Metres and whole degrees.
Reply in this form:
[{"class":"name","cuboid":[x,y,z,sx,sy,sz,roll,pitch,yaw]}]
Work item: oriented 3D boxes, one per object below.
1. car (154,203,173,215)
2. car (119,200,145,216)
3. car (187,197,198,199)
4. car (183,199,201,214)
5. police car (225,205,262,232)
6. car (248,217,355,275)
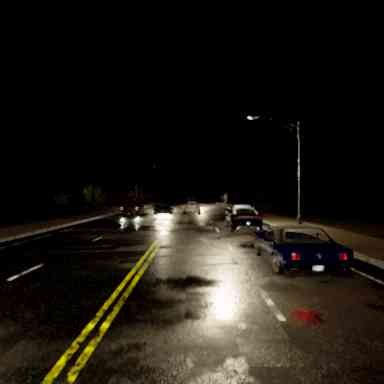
[{"class":"car","cuboid":[-3.262,1.948,38.708,1.994,1.385,4.181,0,-1,1]},{"class":"car","cuboid":[-6.523,1.713,36.549,2.097,1.767,4.553,0,0,0]},{"class":"car","cuboid":[0.170,2.019,55.054,1.882,1.535,5.008,0,0,0]},{"class":"car","cuboid":[0.046,1.926,40.456,1.812,1.442,4.674,0,-1,0]},{"class":"police car","cuboid":[3.277,1.643,21.881,1.930,1.638,5.238,0,-1,0]},{"class":"car","cuboid":[3.264,1.709,10.800,1.895,1.301,4.718,0,-1,0]}]
